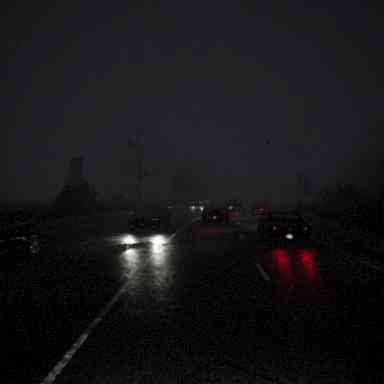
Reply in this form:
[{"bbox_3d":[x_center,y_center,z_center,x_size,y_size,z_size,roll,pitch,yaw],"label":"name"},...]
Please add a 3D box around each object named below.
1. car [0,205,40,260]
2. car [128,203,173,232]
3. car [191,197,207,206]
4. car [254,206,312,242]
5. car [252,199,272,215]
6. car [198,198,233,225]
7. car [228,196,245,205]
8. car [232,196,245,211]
[{"bbox_3d":[-6.727,1.345,10.297,2.097,1.767,4.553,0,0,3],"label":"car"},{"bbox_3d":[-2.413,1.479,20.334,1.882,1.535,5.008,0,0,7],"label":"car"},{"bbox_3d":[1.431,1.514,53.113,1.837,1.490,4.892,0,0,19],"label":"car"},{"bbox_3d":[4.401,1.613,16.529,1.895,1.301,4.718,0,0,5],"label":"car"},{"bbox_3d":[7.187,1.503,34.204,1.882,1.535,5.008,0,0,12],"label":"car"},{"bbox_3d":[1.818,1.487,24.048,1.882,1.535,5.008,0,0,8],"label":"car"},{"bbox_3d":[8.183,1.536,61.135,1.837,1.490,4.892,0,0,23],"label":"car"},{"bbox_3d":[5.511,1.514,41.964,2.128,1.511,4.902,0,0,15],"label":"car"}]
